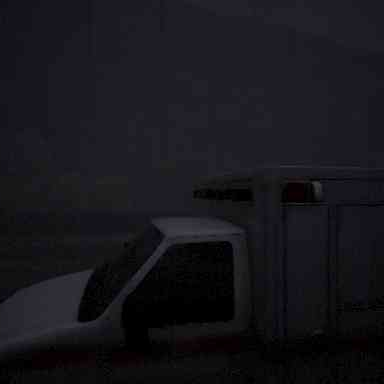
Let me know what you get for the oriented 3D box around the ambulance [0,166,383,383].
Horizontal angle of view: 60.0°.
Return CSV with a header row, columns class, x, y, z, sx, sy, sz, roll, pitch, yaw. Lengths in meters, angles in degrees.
class,x,y,z,sx,sy,sz,roll,pitch,yaw
ambulance,1.270,1.031,3.548,6.366,2.431,2.351,0,0,-12
